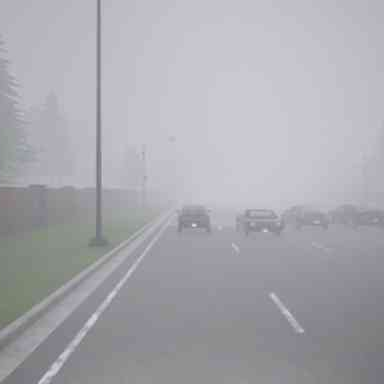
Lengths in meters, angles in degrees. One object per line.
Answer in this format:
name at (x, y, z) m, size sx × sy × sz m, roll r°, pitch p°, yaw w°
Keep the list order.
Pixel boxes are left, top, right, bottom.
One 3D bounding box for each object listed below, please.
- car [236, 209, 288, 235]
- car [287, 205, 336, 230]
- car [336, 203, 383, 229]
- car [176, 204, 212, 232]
car at (3.612, 1.603, 18.590) m, size 1.895 × 1.301 × 4.718 m, roll 0°, pitch 0°, yaw 0°
car at (7.100, 1.528, 21.175) m, size 1.812 × 1.442 × 4.674 m, roll 0°, pitch 0°, yaw 0°
car at (10.614, 1.480, 21.685) m, size 1.882 × 1.535 × 5.008 m, roll 0°, pitch 0°, yaw 0°
car at (0.115, 1.508, 20.184) m, size 1.837 × 1.490 × 4.892 m, roll 0°, pitch 0°, yaw 0°
